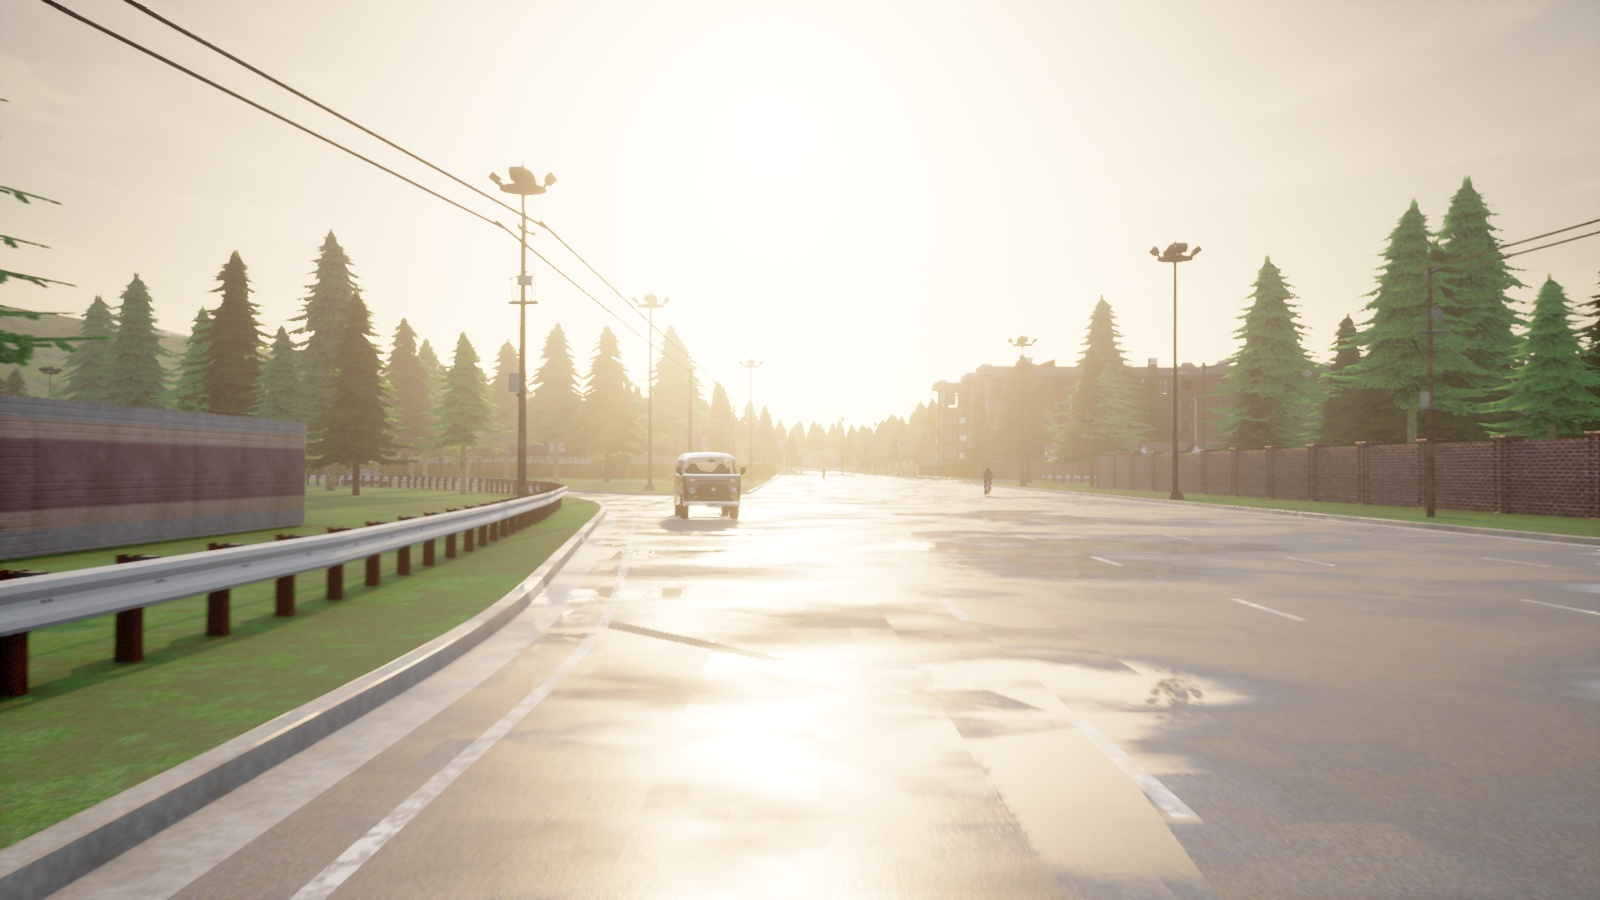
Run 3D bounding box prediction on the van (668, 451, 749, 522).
[{"bbox_3d":[-2.887,1.096,38.911,2.069,2.038,4.480,0,-1,-10],"label":"van"}]
